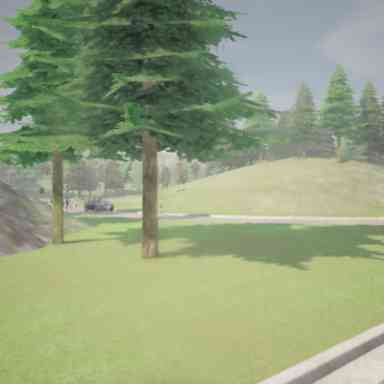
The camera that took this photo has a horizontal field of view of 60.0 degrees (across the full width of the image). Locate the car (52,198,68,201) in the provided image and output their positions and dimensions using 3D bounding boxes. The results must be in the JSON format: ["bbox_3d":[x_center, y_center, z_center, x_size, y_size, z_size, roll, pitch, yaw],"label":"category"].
[{"bbox_3d":[-19.486,1.201,49.182,2.128,1.511,4.902,0,0,-34],"label":"car"}]

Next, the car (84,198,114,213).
[{"bbox_3d":[-10.069,1.449,35.855,2.128,1.511,4.902,0,0,-38],"label":"car"}]
